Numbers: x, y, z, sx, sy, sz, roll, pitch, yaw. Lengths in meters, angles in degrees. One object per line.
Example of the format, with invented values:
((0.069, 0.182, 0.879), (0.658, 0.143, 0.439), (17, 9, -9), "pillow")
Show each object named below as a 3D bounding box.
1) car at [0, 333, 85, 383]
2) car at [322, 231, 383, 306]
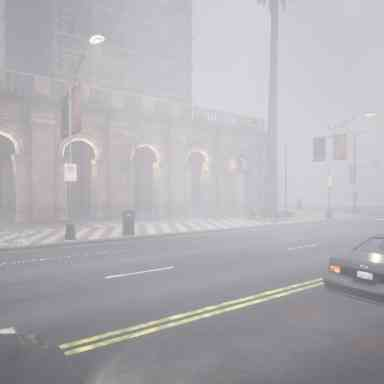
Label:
((-3.179, 1.547, 1.473), (5.357, 1.411, 2.033), (0, 0, -36), "car")
((5.156, 1.547, 7.451), (5.357, 1.411, 2.033), (0, 0, -35), "car")
